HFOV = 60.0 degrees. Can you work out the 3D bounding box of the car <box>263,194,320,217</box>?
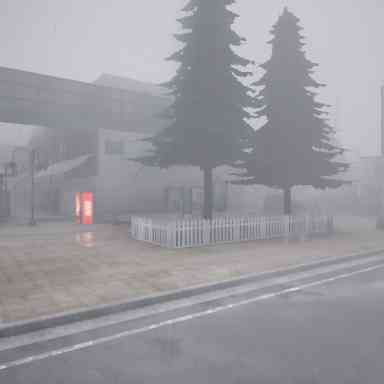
[{"bbox_3d":[9.149,1.206,31.131,2.150,2.045,5.566,0,0,-34],"label":"car"}]
